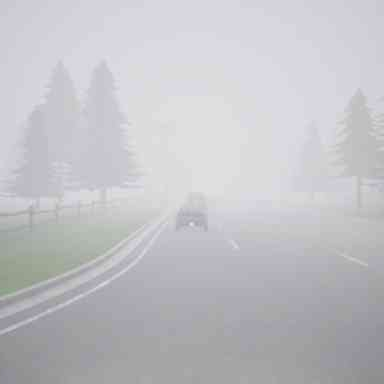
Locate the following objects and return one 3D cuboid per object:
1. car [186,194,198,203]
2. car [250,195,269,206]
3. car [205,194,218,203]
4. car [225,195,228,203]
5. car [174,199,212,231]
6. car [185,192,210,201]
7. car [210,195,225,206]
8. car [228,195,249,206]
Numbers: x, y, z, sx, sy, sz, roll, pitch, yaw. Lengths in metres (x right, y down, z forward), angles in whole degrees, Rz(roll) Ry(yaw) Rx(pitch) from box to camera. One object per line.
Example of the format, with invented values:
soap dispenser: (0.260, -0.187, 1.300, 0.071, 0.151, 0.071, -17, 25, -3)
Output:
car: (0.013, 1.205, 60.804, 2.128, 1.511, 4.902, 0, 0, 0)
car: (10.511, 1.286, 50.799, 1.812, 1.442, 4.674, 0, 0, 0)
car: (3.513, 1.205, 60.803, 2.128, 1.511, 4.902, 0, 0, 0)
car: (7.013, 1.191, 60.802, 1.882, 1.535, 5.008, 0, 0, 0)
car: (-0.010, 1.411, 19.764, 1.837, 1.490, 4.892, 0, 0, 0)
car: (0.422, 1.059, 34.639, 2.150, 2.045, 5.566, 0, 0, 0)
car: (3.511, 1.325, 50.800, 1.994, 1.385, 4.181, 0, 0, 0)
car: (7.011, 1.286, 50.799, 1.812, 1.442, 4.674, 0, 0, 0)
